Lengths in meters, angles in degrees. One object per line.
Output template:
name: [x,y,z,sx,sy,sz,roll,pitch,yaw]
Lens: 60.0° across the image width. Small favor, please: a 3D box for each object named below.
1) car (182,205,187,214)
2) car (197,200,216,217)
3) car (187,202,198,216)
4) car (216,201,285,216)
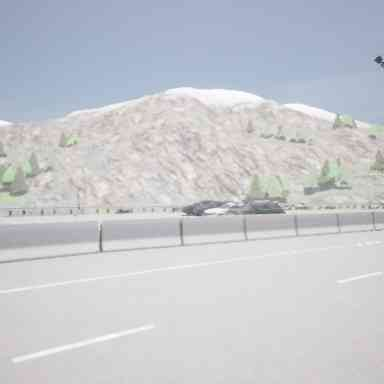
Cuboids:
car: [1.354,1.568,33.494,4.892,1.490,1.837,1,0,-29]
car: [3.076,1.596,26.454,4.674,1.442,1.812,1,0,-29]
car: [2.373,1.573,30.066,4.892,1.490,1.837,1,0,-29]
car: [4.325,1.431,23.114,4.553,1.767,2.097,1,0,-29]
